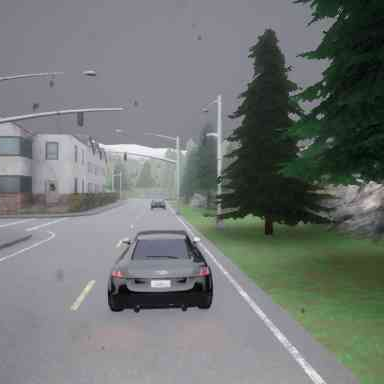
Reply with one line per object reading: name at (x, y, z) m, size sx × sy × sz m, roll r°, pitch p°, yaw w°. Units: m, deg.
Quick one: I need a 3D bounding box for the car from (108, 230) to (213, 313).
car at (-0.703, 1.564, 7.782) m, size 1.994 × 1.385 × 4.181 m, roll 0°, pitch 0°, yaw -5°

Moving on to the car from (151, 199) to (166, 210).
car at (-4.476, 1.601, 43.913) m, size 1.895 × 1.301 × 4.718 m, roll 0°, pitch 0°, yaw -6°
